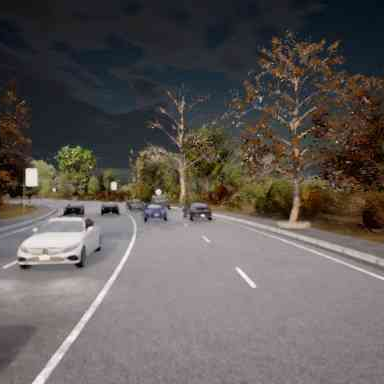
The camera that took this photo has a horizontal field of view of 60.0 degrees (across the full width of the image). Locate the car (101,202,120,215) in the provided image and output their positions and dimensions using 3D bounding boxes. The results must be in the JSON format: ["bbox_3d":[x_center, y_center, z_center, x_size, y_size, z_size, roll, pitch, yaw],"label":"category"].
[{"bbox_3d":[-8.603,1.762,35.055,1.895,1.301,4.718,0,0,-15],"label":"car"}]

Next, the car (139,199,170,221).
[{"bbox_3d":[-3.202,1.623,28.007,1.812,1.442,4.674,0,0,-12],"label":"car"}]

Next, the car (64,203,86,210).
[{"bbox_3d":[-11.952,1.788,34.037,1.895,1.301,4.718,0,0,-15],"label":"car"}]

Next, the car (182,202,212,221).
[{"bbox_3d":[0.337,1.579,28.235,1.837,1.490,4.892,0,0,-12],"label":"car"}]

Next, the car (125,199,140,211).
[{"bbox_3d":[-7.498,1.664,43.187,2.128,1.511,4.902,0,0,-19],"label":"car"}]

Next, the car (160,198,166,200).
[{"bbox_3d":[-4.301,1.648,44.640,1.837,1.490,4.892,0,0,-19],"label":"car"}]

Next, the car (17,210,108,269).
[{"bbox_3d":[-4.305,1.574,11.542,1.812,1.442,4.674,0,0,-6],"label":"car"}]
